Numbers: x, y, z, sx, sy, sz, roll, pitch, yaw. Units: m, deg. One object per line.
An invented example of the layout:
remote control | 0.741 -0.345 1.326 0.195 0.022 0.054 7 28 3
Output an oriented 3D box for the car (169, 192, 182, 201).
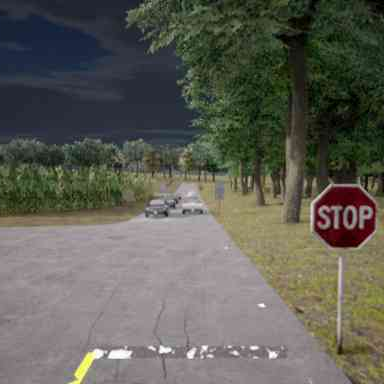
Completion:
car | -2.886 0.742 58.250 1.994 1.385 4.181 0 1 0

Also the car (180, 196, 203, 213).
car | 0.049 1.344 33.019 1.895 1.301 4.718 0 1 0

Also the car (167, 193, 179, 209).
car | -2.904 1.200 38.657 1.994 1.385 4.181 0 1 0

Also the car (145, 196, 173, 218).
car | -2.893 1.338 28.654 1.812 1.442 4.674 0 1 0

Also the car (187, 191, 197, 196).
car | 0.001 0.557 64.338 1.812 1.442 4.674 0 1 0

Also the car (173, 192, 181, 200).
car | -2.913 1.019 48.231 1.895 1.301 4.718 0 1 0
